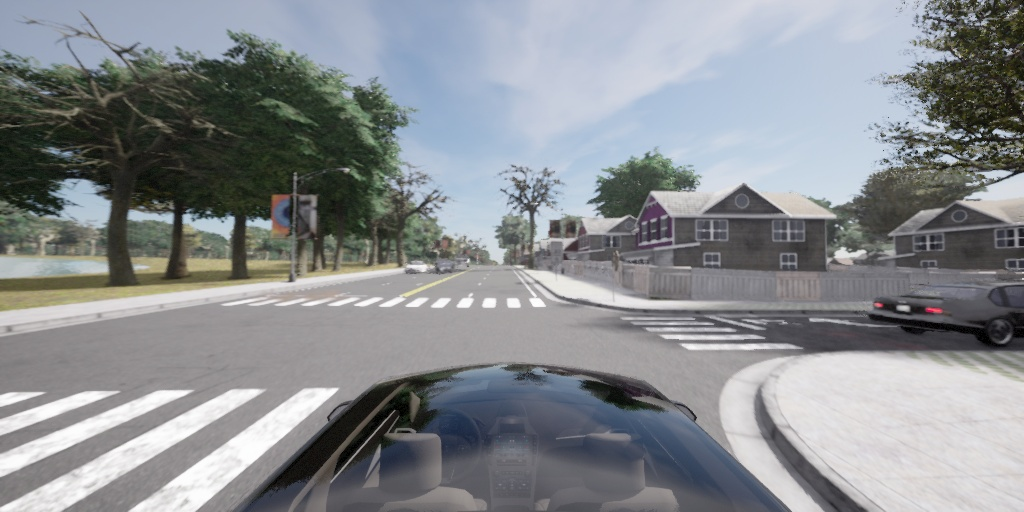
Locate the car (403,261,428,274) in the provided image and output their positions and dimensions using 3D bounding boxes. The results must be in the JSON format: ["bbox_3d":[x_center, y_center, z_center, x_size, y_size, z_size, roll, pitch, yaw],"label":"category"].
[{"bbox_3d":[-10.891,1.287,40.965,1.812,1.442,4.674,0,0,-1],"label":"car"}]

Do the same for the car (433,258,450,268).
[{"bbox_3d":[-11.227,1.077,57.528,1.837,1.490,4.892,0,-1,-1],"label":"car"}]

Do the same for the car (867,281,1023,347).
[{"bbox_3d":[12.025,1.336,8.813,5.357,1.411,2.033,0,-2,-2],"label":"car"}]

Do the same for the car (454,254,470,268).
[{"bbox_3d":[-7.975,0.760,57.586,2.150,2.045,5.566,0,-1,-1],"label":"car"}]

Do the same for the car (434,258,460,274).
[{"bbox_3d":[-7.651,1.276,41.526,2.128,1.511,4.902,0,0,-1],"label":"car"}]
